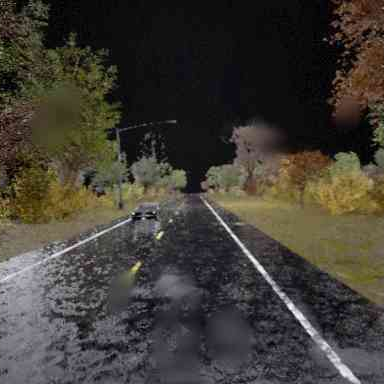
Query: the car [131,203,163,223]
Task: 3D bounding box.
[{"bbox_3d":[-3.309,1.507,25.077,1.895,1.301,4.718,-3,1,0],"label":"car"}]
